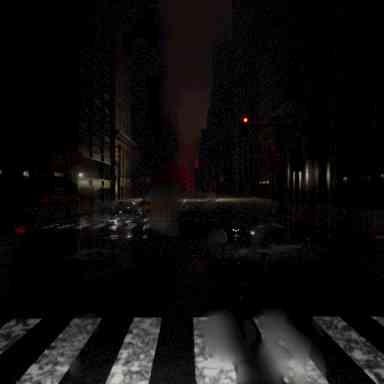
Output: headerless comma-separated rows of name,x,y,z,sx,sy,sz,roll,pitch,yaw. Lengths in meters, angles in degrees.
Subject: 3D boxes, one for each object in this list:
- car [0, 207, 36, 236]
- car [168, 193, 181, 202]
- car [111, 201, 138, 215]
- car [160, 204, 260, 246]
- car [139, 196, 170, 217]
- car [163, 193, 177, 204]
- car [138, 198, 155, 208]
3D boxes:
car,-10.382,1.533,16.491,1.837,1.490,4.892,1,1,45
car,-3.298,1.050,63.822,2.128,1.511,4.902,0,0,0
car,-6.625,1.567,33.040,1.895,1.301,4.718,0,0,0
car,0.848,1.445,15.235,1.837,1.490,4.892,-3,1,-41
car,-3.369,1.446,30.918,1.882,1.535,5.008,0,0,0
car,-3.379,1.164,48.595,2.150,2.045,5.566,0,0,0
car,-6.627,1.543,49.291,1.895,1.301,4.718,0,0,0
